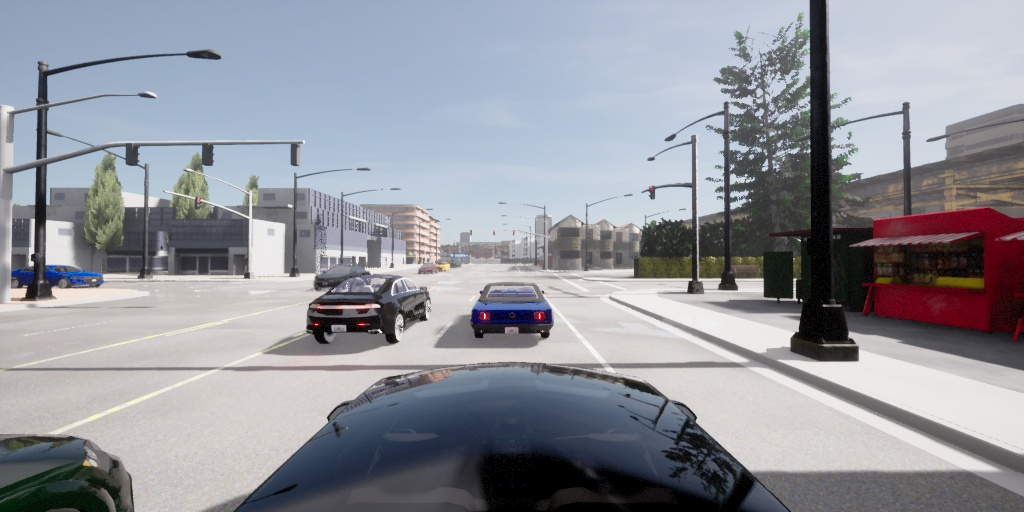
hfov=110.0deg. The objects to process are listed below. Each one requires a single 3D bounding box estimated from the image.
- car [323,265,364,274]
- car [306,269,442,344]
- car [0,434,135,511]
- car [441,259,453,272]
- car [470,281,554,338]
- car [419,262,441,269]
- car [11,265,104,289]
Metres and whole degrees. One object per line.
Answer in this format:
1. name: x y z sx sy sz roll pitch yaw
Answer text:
1. car: -10.801 1.337 23.112 1.882 1.535 5.008 0 -1 -1
2. car: -3.506 1.257 9.670 2.128 1.511 4.902 0 0 0
3. car: -3.373 1.314 0.502 1.994 1.385 4.181 0 0 -1
4. car: -11.112 1.648 56.956 1.882 1.535 5.008 0 1 0
5. car: -0.006 1.365 10.147 1.895 1.301 4.718 0 0 0
6. car: -11.027 1.638 47.441 1.812 1.442 4.674 0 0 -1
7. car: -29.735 1.315 23.381 5.008 1.535 1.882 0 -1 0
